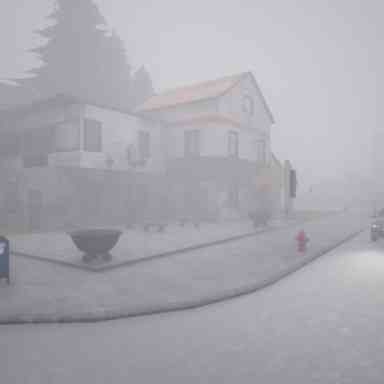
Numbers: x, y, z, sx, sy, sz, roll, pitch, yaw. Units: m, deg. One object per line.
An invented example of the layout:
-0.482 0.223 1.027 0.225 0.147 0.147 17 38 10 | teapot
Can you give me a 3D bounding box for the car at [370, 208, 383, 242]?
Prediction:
9.783 1.491 15.880 2.128 1.511 4.902 0 0 36 | car
